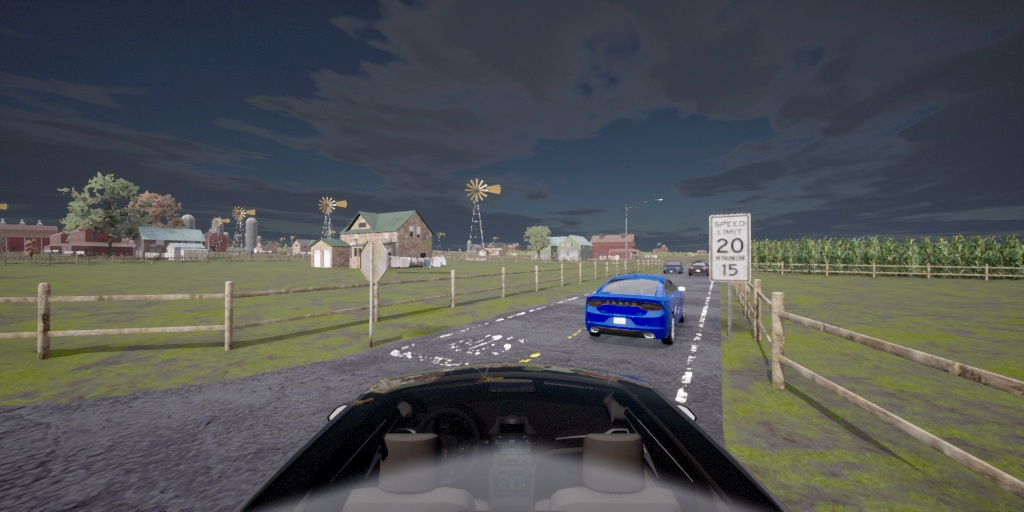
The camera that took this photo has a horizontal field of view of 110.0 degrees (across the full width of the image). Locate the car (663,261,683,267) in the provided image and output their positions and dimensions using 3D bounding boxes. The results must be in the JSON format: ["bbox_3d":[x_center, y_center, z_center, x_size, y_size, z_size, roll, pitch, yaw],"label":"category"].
[{"bbox_3d":[18.794,1.300,41.615,2.033,1.411,5.357,0,0,30],"label":"car"}]

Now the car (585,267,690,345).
[{"bbox_3d":[3.532,1.229,9.776,1.882,1.535,5.008,0,0,30],"label":"car"}]

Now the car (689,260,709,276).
[{"bbox_3d":[19.245,1.275,36.803,1.812,1.442,4.674,0,0,31],"label":"car"}]
